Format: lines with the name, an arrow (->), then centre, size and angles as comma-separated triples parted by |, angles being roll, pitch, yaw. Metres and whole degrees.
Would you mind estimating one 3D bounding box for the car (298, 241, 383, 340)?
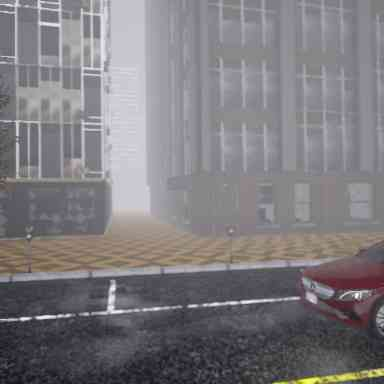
car -> 4.362, 1.582, 6.300 | 4.674, 1.442, 1.812 | 0, -1, -12
